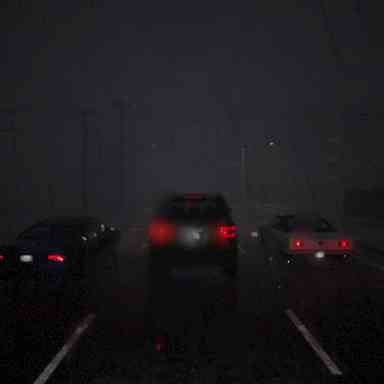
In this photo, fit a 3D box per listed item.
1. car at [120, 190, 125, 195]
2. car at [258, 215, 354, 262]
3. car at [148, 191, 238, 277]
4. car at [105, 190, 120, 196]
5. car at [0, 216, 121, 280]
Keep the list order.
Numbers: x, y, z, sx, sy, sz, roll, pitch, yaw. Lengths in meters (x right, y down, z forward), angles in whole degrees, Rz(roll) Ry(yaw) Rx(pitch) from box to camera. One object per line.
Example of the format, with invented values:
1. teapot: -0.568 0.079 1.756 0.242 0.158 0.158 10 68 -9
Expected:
1. car: -19.788 0.096 92.248 1.837 1.490 4.892 0 1 0
2. car: 3.558 1.425 11.421 1.895 1.301 4.718 0 1 0
3. car: 0.045 1.061 9.891 2.150 2.045 5.566 0 0 0
4. car: -19.793 0.315 81.279 1.994 1.385 4.181 0 1 0
5. car: -3.458 1.401 9.492 2.033 1.411 5.357 0 1 0
